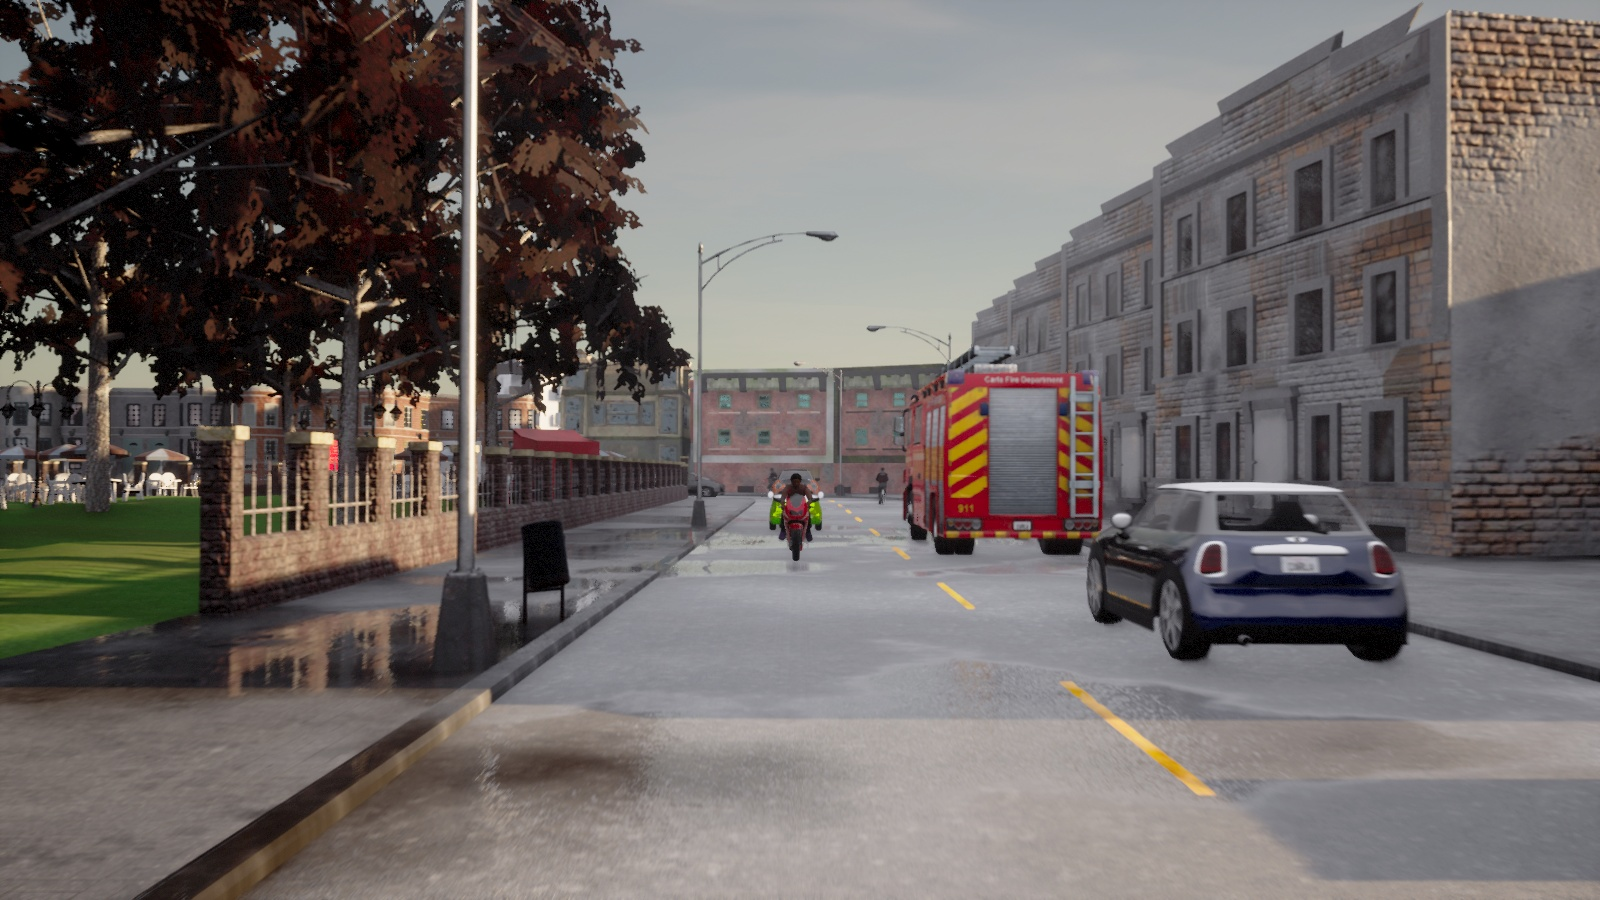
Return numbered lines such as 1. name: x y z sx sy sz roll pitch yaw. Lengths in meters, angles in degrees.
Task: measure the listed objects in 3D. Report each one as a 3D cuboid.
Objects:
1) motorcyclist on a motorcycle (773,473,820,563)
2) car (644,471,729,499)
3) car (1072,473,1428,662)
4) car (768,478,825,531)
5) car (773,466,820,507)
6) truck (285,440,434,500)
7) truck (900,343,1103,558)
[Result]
1. motorcyclist on a motorcycle: -0.059 1.170 22.279 0.797 1.523 2.044 0 -1 0
2. car: -6.410 1.978 71.063 4.514 1.525 2.007 0 -1 6
3. car: 3.971 0.962 11.837 1.970 1.475 3.806 0 -1 0
4. car: -0.101 1.431 33.542 1.481 1.376 2.207 0 -1 0
5. car: -0.175 1.635 57.394 2.097 1.767 4.553 0 -1 -1
6. truck: -26.308 1.198 75.247 7.936 3.462 2.891 0 -1 0
7. truck: 3.921 0.080 26.605 2.891 3.827 8.468 0 -1 0
